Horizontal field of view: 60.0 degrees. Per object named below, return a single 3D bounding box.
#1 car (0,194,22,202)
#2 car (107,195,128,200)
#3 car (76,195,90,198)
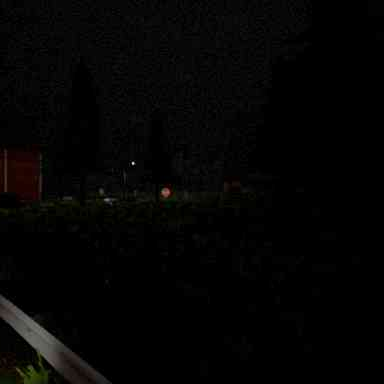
[{"bbox_3d":[-22.174,1.242,37.896,2.150,2.045,5.566,0,0,26],"label":"car"},{"bbox_3d":[-12.055,1.577,50.382,1.994,1.385,4.181,0,0,26],"label":"car"},{"bbox_3d":[-28.555,1.511,87.083,1.816,1.474,4.193,0,0,26],"label":"car"}]
